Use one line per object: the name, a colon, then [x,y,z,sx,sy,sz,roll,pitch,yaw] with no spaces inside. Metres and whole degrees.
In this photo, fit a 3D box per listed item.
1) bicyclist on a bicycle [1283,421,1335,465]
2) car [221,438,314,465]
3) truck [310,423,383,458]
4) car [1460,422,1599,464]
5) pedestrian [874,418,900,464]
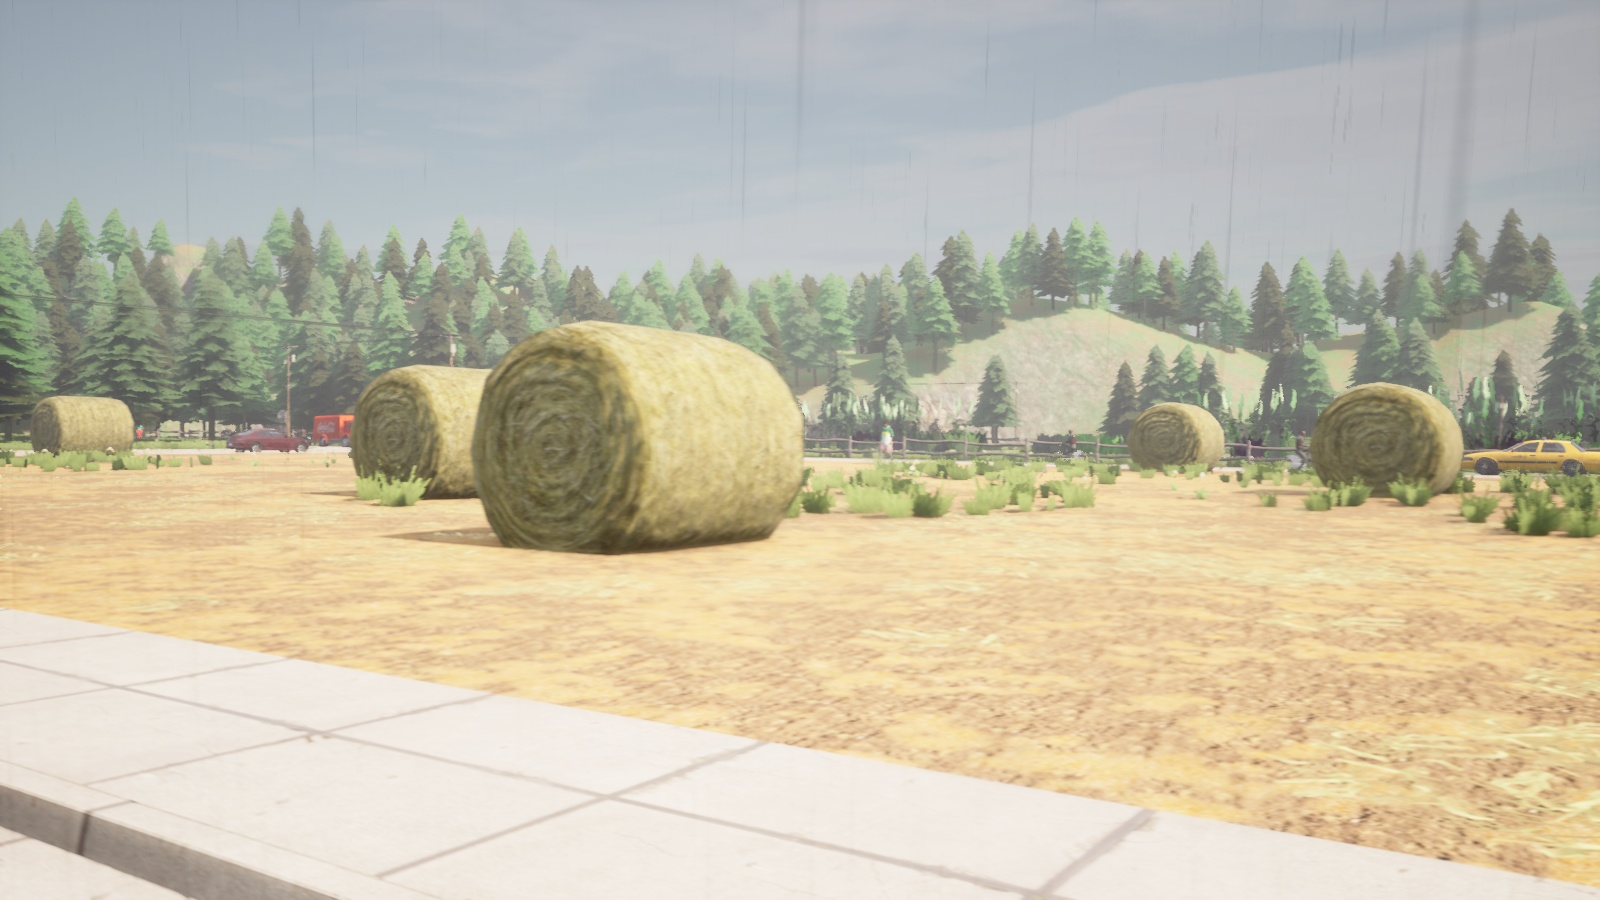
bicyclist on a bicycle: [20.727,-0.292,51.145,1.843,1.776,0.659,0,1,37]
car: [-30.511,0.076,72.108,1.812,1.442,4.674,0,1,35]
truck: [-33.438,-0.712,92.608,5.204,2.467,2.627,-1,0,38]
car: [29.020,-0.272,49.208,5.366,1.575,1.801,0,1,37]
pedestrian: [3.670,-0.383,53.106,0.873,1.952,0.659,-1,1,-42]
